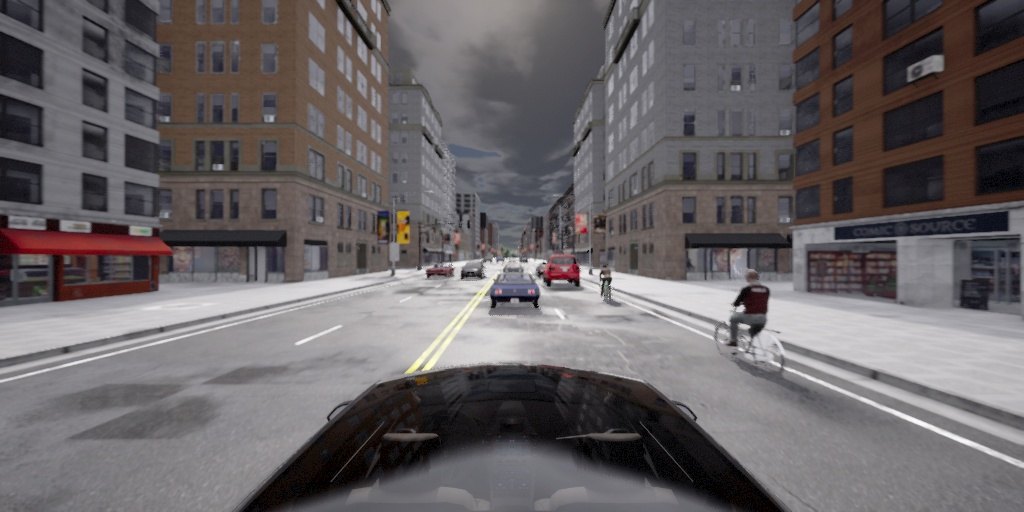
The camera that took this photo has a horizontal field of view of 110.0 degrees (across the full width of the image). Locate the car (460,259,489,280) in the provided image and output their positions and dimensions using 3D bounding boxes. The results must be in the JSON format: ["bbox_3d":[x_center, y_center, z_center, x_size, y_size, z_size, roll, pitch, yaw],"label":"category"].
[{"bbox_3d":[-3.310,1.240,31.100,1.837,1.490,4.892,0,-1,0],"label":"car"}]

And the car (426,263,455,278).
[{"bbox_3d":[-6.548,1.333,33.084,1.895,1.301,4.718,0,0,0],"label":"car"}]

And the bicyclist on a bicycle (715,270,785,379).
[{"bbox_3d":[4.144,1.118,6.398,0.659,1.776,1.843,0,0,0],"label":"bicyclist on a bicycle"}]

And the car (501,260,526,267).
[{"bbox_3d":[0.116,1.334,33.113,1.895,1.301,4.718,0,0,0],"label":"car"}]

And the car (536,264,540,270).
[{"bbox_3d":[3.267,1.334,34.640,1.895,1.301,4.718,0,0,0],"label":"car"}]

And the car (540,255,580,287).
[{"bbox_3d":[3.336,0.957,24.871,2.150,2.045,5.566,0,0,2],"label":"car"}]

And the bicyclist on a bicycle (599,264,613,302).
[{"bbox_3d":[4.149,1.194,15.866,0.582,1.620,1.656,0,0,0],"label":"bicyclist on a bicycle"}]

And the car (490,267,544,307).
[{"bbox_3d":[0.107,1.342,15.339,1.895,1.301,4.718,0,0,0],"label":"car"}]
